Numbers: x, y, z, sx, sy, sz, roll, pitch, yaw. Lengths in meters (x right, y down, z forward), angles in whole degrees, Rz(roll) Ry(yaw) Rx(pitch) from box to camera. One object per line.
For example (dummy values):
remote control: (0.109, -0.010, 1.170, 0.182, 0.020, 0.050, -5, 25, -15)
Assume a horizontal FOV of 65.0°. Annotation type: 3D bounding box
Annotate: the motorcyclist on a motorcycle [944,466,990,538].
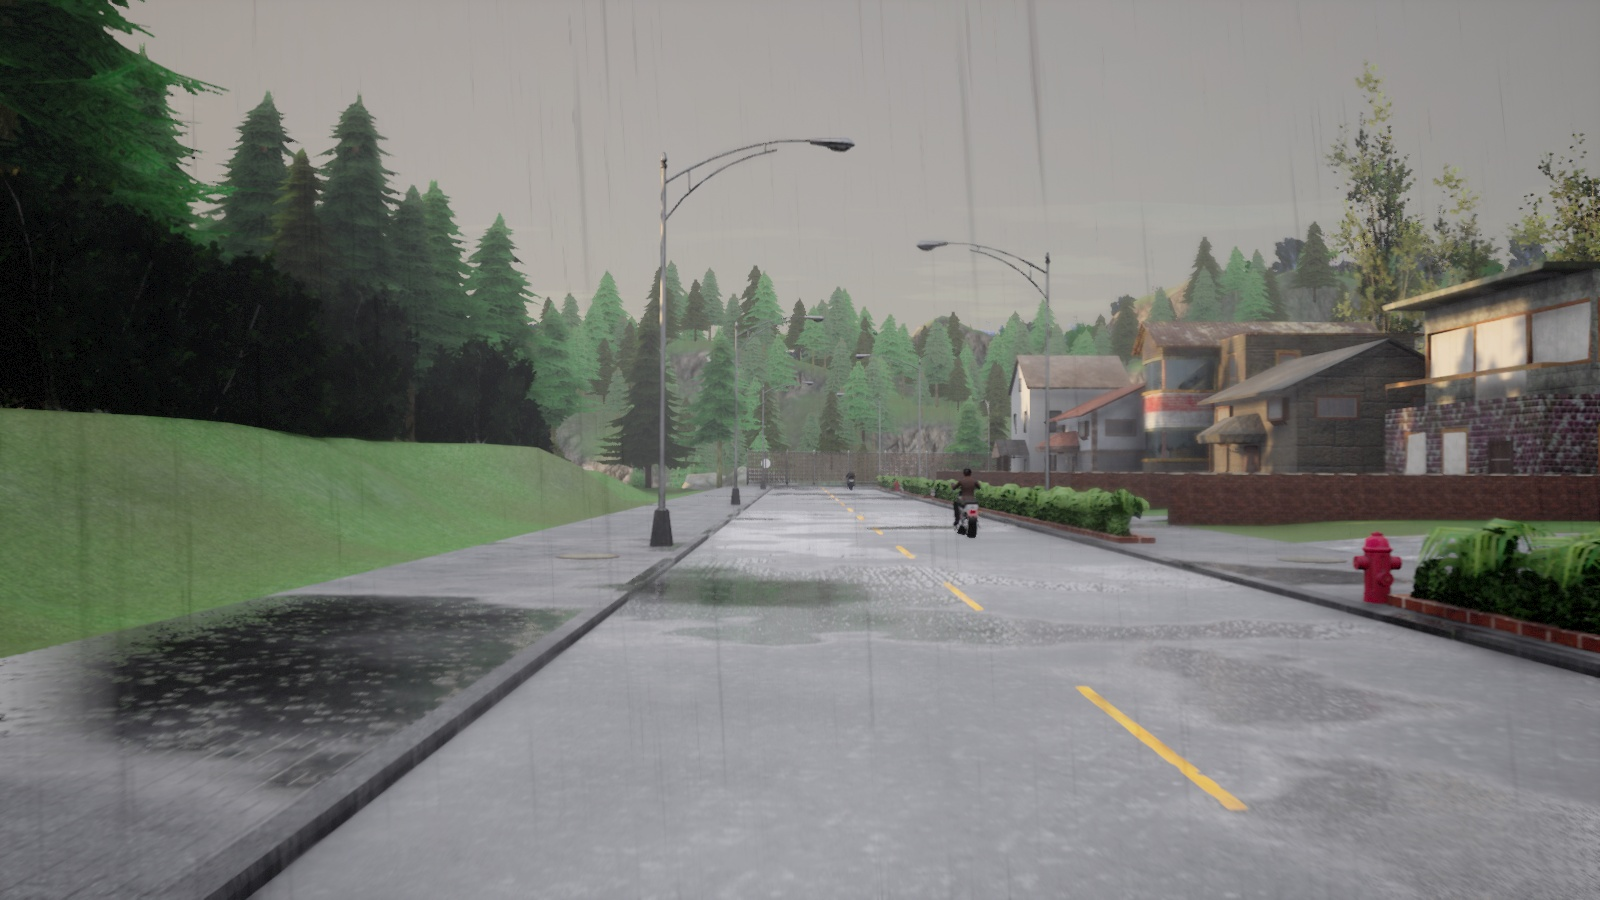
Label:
motorcyclist on a motorcycle: (3.930, 1.201, 29.704, 0.766, 1.649, 2.350, 0, -1, 0)
